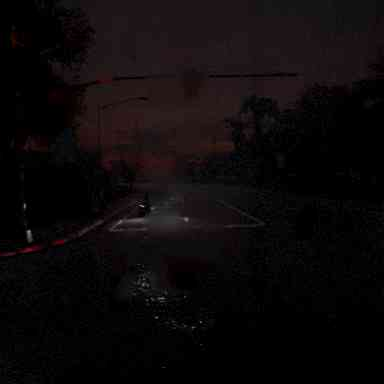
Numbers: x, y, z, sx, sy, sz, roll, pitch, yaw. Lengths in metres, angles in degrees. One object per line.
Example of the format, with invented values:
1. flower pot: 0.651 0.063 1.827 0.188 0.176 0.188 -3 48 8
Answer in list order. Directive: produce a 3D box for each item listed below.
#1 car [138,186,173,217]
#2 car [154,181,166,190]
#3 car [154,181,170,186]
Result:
1. car: -2.287 0.640 21.301 1.837 1.490 4.892 -2 3 -3
2. car: -6.397 -1.385 65.805 1.882 1.535 5.008 -2 4 -10
3. car: -3.464 -0.253 41.504 2.128 1.511 4.902 -2 3 -4
